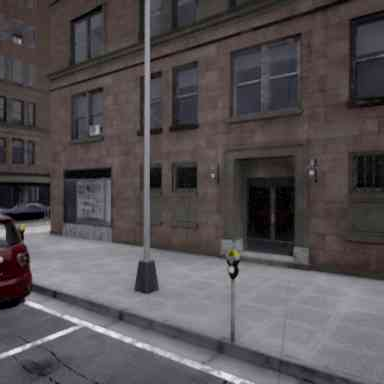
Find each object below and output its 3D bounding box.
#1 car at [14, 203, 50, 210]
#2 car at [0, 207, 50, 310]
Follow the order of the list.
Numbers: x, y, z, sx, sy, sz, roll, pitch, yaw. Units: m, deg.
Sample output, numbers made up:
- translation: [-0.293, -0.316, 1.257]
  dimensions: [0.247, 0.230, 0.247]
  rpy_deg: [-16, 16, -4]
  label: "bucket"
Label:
- translation: [-11.735, 1.466, 23.170]
  dimensions: [1.895, 1.301, 4.718]
  rpy_deg: [0, 0, 36]
  label: "car"
- translation: [-5.111, 1.282, 6.443]
  dimensions: [5.009, 1.841, 2.192]
  rpy_deg: [0, 0, 35]
  label: "car"
